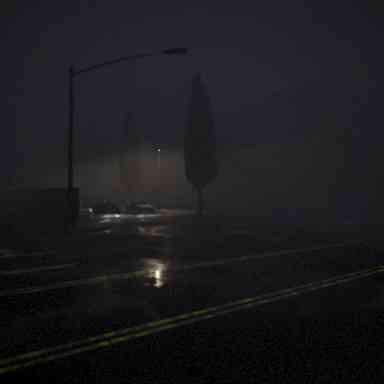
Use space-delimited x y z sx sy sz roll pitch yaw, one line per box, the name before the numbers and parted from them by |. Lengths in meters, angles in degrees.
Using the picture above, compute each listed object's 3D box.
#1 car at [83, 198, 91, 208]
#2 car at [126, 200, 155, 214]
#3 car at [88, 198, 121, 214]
car | -14.856 1.680 49.891 1.812 1.442 4.674 1 0 -36
car | -5.930 1.680 37.595 1.812 1.442 4.674 1 0 -36
car | -9.388 1.686 36.405 1.994 1.385 4.181 1 0 -36
